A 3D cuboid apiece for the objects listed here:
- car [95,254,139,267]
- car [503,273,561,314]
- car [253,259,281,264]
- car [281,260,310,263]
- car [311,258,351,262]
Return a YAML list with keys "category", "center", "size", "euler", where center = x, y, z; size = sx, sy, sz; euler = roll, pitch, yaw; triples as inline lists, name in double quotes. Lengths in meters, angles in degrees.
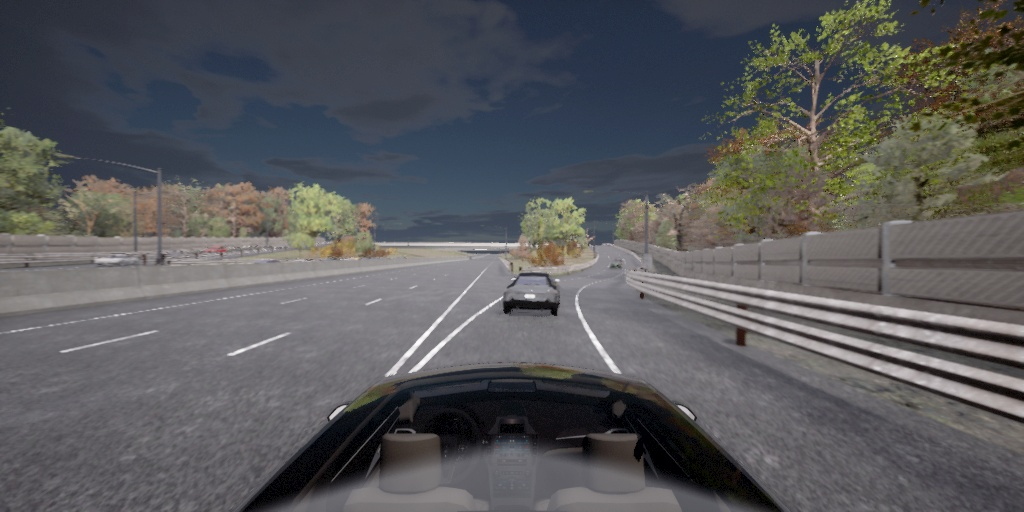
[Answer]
- category: "car"
  center: [-44.095, 0.472, 40.076]
  size: [1.895, 1.301, 4.718]
  euler: [0, 1, -26]
- category: "car"
  center: [0.884, 1.345, 13.929]
  size: [1.994, 1.385, 4.181]
  euler: [1, -1, 8]
- category: "car"
  center: [-29.882, 1.118, 43.743]
  size: [2.033, 1.411, 5.357]
  euler: [0, 0, -2]
- category: "car"
  center: [-26.427, 1.195, 45.152]
  size: [1.895, 1.301, 4.718]
  euler: [0, 0, -2]
- category: "car"
  center: [-22.941, 1.164, 45.577]
  size: [2.033, 1.411, 5.357]
  euler: [0, 0, -2]
